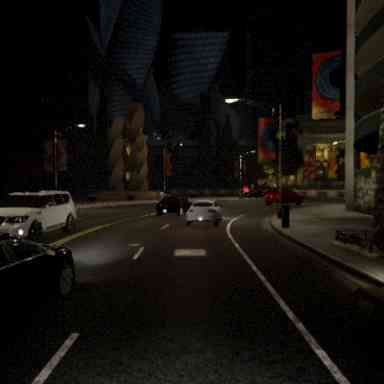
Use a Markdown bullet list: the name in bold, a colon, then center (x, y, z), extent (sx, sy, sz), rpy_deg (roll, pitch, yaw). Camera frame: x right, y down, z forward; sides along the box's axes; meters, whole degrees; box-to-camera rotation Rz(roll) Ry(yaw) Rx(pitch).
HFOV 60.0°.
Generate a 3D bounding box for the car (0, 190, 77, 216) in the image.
- **car**: center (-6.960, 0.969, 14.538), extent (2.150, 2.045, 5.566), rpy_deg (0, 1, 3)

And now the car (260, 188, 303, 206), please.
- **car**: center (10.697, 0.559, 38.564), extent (5.566, 2.045, 2.150), rpy_deg (0, 1, -44)

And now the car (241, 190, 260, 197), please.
- **car**: center (9.643, 0.365, 51.307), extent (4.674, 1.442, 1.812), rpy_deg (-1, 1, -33)

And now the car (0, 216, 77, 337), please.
- **car**: center (-3.419, 1.399, 5.197), extent (2.128, 1.511, 4.902), rpy_deg (0, 1, 0)

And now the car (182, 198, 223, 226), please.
- **car**: center (0.844, 1.176, 20.332), extent (1.812, 1.442, 4.674), rpy_deg (0, 1, 9)

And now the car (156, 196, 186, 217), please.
- **car**: center (-1.196, 1.057, 26.077), extent (1.837, 1.490, 4.892), rpy_deg (0, 1, 18)
